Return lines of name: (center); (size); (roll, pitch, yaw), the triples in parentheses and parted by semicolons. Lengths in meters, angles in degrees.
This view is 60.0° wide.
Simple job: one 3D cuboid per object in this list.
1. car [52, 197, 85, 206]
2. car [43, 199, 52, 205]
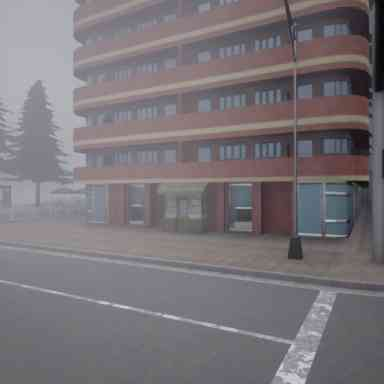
car: (-18.250, 1.492, 51.503); (2.033, 1.411, 5.357); (0, 0, 32)
car: (-21.373, 1.508, 52.747); (1.994, 1.385, 4.181); (0, 0, 32)
